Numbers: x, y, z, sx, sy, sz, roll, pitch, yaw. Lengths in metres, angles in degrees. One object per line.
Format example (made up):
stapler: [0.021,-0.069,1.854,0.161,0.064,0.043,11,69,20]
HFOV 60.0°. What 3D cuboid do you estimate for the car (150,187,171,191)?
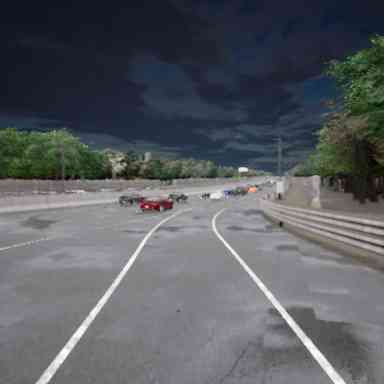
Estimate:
car: [-7.179,0.154,75.058,1.895,1.301,4.718,1,1,18]

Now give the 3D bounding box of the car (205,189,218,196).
car: [4.576,0.110,77.178,1.895,1.301,4.718,1,2,18]

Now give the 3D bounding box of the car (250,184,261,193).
car: [17.171,-0.692,93.159,2.097,1.767,4.553,1,3,18]

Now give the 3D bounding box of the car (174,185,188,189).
car: [-2.269,-0.839,89.977,2.097,1.767,4.553,1,2,18]

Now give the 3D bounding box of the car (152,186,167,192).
car: [-8.932,-0.732,92.128,2.128,1.511,4.902,1,2,18]

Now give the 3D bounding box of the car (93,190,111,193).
car: [-15.524,0.384,61.115,1.837,1.490,4.892,1,2,19]

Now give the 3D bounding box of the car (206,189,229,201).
car: [4.174,0.619,53.741,1.812,1.442,4.674,1,1,18]

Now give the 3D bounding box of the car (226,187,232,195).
car: [8.648,-0.039,78.352,1.882,1.535,5.008,1,2,18]

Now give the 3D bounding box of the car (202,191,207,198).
car: [3.385,0.483,62.432,1.895,1.301,4.718,1,1,18]

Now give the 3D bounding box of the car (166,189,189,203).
car: [-1.953,0.762,46.471,1.837,1.490,4.892,1,1,19]

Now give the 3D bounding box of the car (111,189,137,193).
car: [-12.187,0.474,60.087,1.994,1.385,4.181,1,1,19]

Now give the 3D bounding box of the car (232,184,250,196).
car: [10.985,-0.175,74.252,2.150,2.045,5.566,1,2,18]

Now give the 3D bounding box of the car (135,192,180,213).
car: [-3.208,1.086,31.752,1.882,1.535,5.008,1,1,19]

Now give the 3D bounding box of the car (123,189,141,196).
car: [-13.846,0.021,77.189,2.128,1.511,4.902,1,1,18]

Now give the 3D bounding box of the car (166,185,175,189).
car: [-5.614,-0.999,91.002,2.150,2.045,5.566,1,2,18]

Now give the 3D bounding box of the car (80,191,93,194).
car: [-18.855,0.449,62.154,1.895,1.301,4.718,1,1,19]

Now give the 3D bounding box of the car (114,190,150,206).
car: [-7.322,0.872,41.487,1.837,1.490,4.892,1,1,19]
